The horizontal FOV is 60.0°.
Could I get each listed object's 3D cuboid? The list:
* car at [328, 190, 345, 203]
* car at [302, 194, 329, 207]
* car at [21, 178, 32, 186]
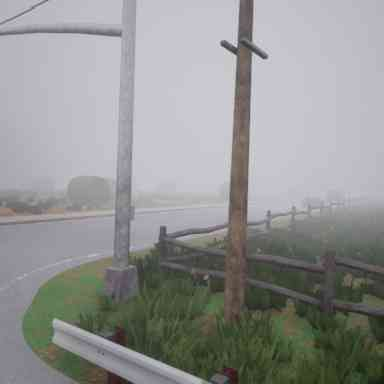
[{"bbox_3d":[23.036,0.797,53.229,2.150,2.045,5.566,3,2,33],"label":"car"},{"bbox_3d":[15.208,1.200,41.291,1.895,1.301,4.718,3,2,33],"label":"car"},{"bbox_3d":[-39.107,-2.278,79.193,1.905,1.878,3.866,8,2,-13],"label":"car"}]
